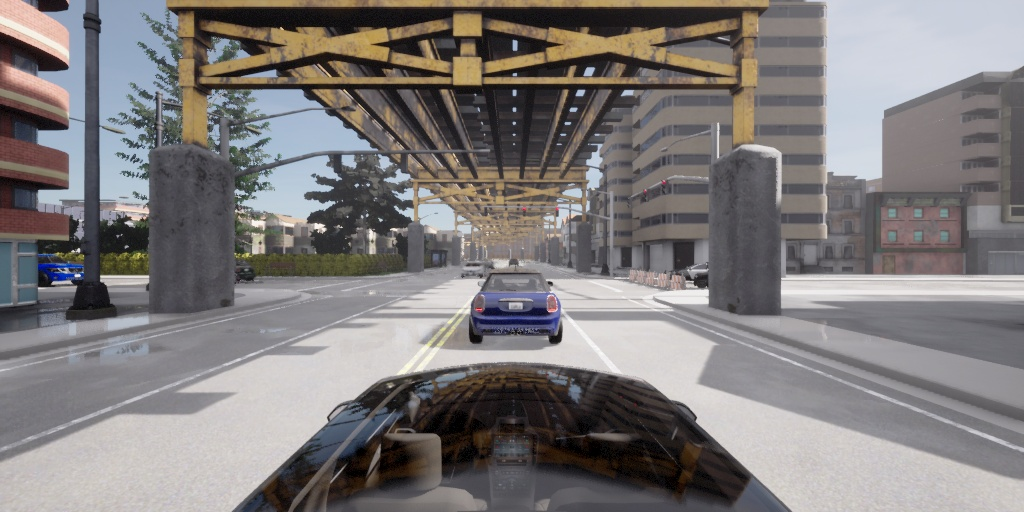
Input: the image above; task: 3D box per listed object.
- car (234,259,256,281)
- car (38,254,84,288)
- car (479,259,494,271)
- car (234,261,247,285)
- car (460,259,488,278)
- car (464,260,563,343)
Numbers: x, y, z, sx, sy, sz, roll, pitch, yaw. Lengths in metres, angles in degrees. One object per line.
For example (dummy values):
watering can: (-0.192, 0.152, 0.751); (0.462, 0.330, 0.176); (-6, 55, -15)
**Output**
car: (-21.455, 1.025, 26.155); (4.553, 1.767, 2.097); (0, 0, 1)
car: (-30.035, 0.881, 22.539); (5.566, 2.045, 2.150); (0, 0, 0)
car: (-3.441, 1.207, 49.236); (1.812, 1.442, 4.674); (0, 0, 0)
car: (-19.795, 1.207, 22.481); (4.674, 1.442, 1.812); (0, 0, 0)
car: (-3.506, 1.229, 32.754); (1.812, 1.442, 4.674); (0, 0, 0)
car: (0.100, 1.093, 9.833); (2.097, 1.767, 4.553); (0, 0, 1)
